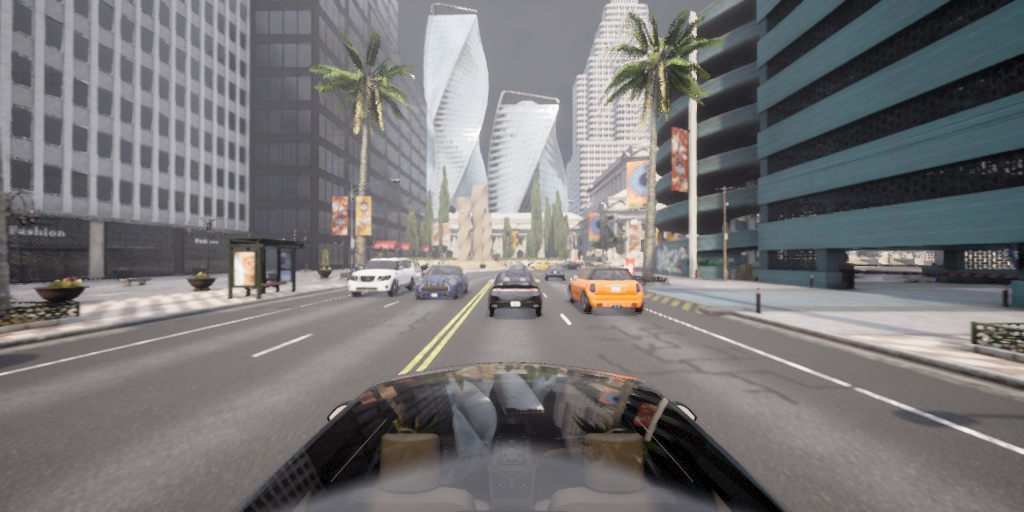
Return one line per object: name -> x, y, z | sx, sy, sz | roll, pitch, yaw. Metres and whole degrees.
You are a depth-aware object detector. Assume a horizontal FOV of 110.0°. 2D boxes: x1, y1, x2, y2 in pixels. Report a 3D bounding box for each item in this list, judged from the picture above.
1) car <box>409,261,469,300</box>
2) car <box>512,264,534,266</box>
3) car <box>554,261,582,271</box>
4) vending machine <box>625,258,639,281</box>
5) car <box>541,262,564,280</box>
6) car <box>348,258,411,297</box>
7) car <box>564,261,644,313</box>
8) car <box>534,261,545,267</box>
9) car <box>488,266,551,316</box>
car -> -3.540, 1.223, 18.698 | 2.097, 1.767, 4.553 | 0, 0, 1
car -> 0.662, 1.528, 34.173 | 2.033, 1.411, 5.357 | 0, 0, 8
car -> 9.101, 1.629, 58.347 | 5.008, 1.535, 1.882 | 0, -1, -44
vending machine -> 11.773, 1.186, 35.668 | 1.100, 2.100, 0.880 | 0, 0, 15
car -> 4.160, 1.527, 34.113 | 2.033, 1.411, 5.357 | 0, 0, 8
car -> -7.057, 1.103, 20.214 | 2.150, 2.045, 5.566 | 0, 0, 0
car -> 3.610, 1.193, 14.574 | 2.097, 1.767, 4.553 | 0, 0, 0
car -> 4.941, 1.635, 59.076 | 1.882, 1.535, 5.008 | -1, -1, 43
car -> 0.109, 1.328, 13.847 | 2.128, 1.511, 4.902 | 0, 0, 0
